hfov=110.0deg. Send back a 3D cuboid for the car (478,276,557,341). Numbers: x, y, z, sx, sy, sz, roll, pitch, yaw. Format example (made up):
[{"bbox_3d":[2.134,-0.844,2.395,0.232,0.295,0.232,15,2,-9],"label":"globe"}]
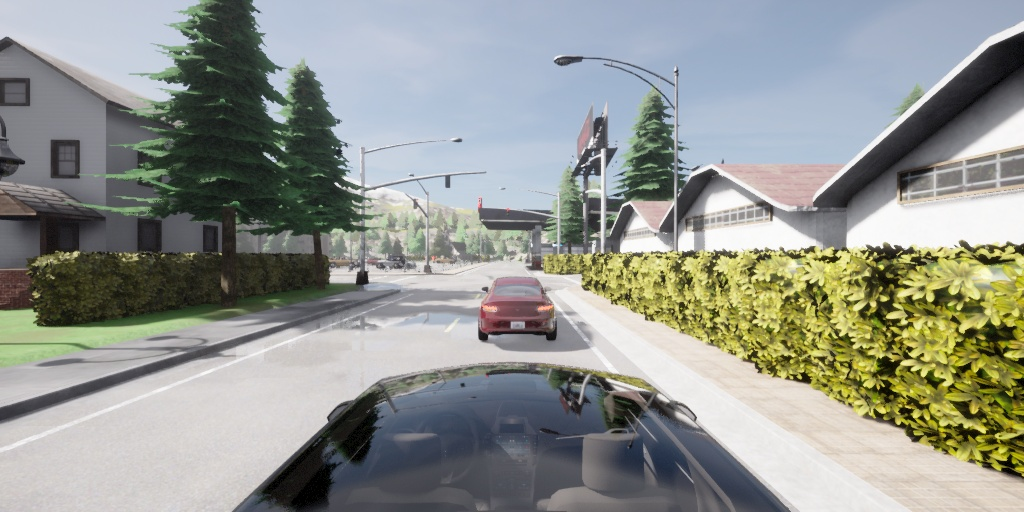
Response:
[{"bbox_3d":[0.128,1.276,9.778,1.812,1.442,4.674,0,0,0],"label":"car"}]
